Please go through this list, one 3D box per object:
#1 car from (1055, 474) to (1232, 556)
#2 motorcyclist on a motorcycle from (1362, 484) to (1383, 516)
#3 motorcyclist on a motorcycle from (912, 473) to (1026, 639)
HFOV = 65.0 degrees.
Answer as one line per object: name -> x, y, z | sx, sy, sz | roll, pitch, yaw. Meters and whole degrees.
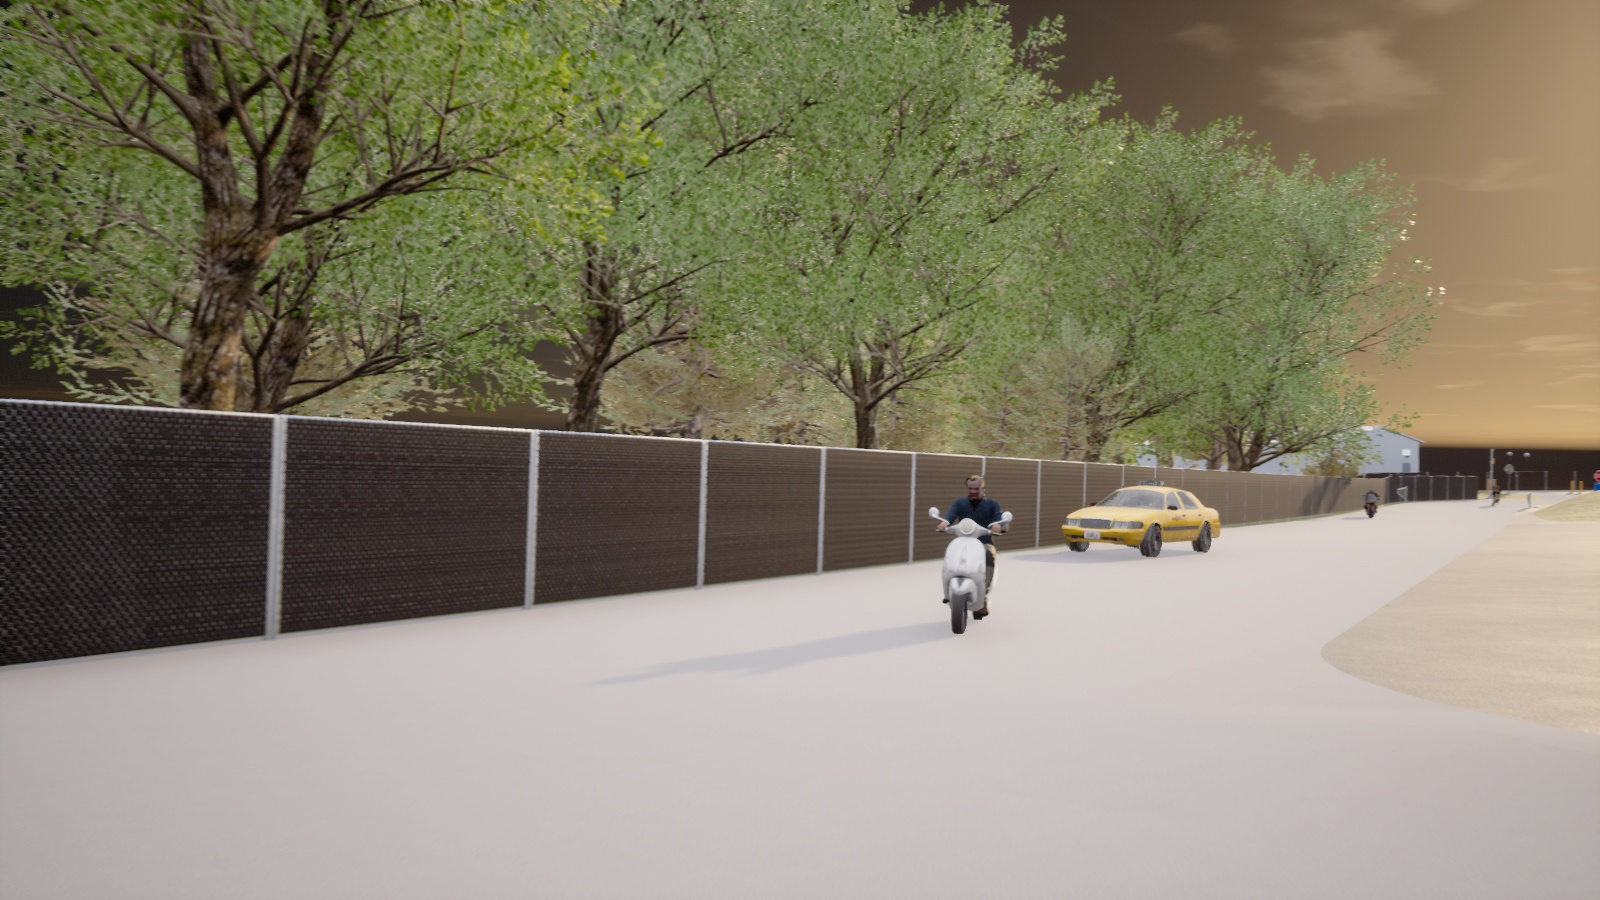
car -> 7.592, 1.360, 27.339 | 1.801, 1.575, 5.366 | 1, -1, 38
motorcyclist on a motorcycle -> 28.877, 2.491, 63.285 | 0.866, 1.530, 2.191 | 1, 0, 26
motorcyclist on a motorcycle -> 1.808, 1.046, 13.166 | 0.866, 1.590, 1.817 | 1, -1, 17
